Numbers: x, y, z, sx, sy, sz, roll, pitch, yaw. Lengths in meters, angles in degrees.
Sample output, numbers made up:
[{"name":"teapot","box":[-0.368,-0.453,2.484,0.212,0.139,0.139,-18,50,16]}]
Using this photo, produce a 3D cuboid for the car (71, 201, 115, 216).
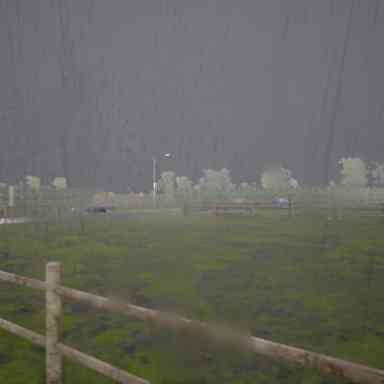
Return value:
[{"name":"car","box":[-11.065,1.806,37.350,4.902,1.511,2.128,0,0,-43]}]

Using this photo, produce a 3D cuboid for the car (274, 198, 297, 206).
[{"name":"car","box":[15.698,1.780,55.772,4.674,1.442,1.812,0,0,-36]}]

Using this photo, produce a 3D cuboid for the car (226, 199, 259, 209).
[{"name":"car","box":[7.816,1.872,49.704,4.718,1.301,1.895,0,0,-38]}]
